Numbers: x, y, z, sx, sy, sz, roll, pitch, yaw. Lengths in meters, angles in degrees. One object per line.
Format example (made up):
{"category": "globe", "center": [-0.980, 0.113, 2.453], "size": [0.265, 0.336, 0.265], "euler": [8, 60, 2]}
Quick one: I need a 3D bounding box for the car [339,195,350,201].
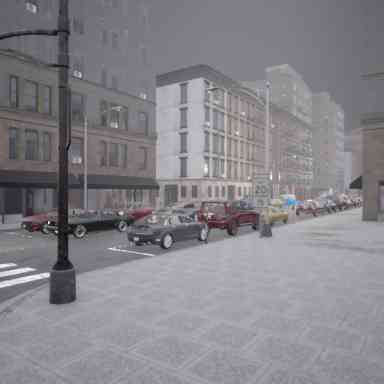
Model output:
{"category": "car", "center": [39.226, 1.560, 85.566], "size": [1.887, 1.381, 4.507], "euler": [0, 0, 35]}

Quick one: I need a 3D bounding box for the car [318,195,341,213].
{"category": "car", "center": [14.671, 1.476, 36.702], "size": [1.967, 1.590, 4.097], "euler": [0, 0, 35]}

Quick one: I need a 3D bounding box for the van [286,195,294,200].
{"category": "van", "center": [14.331, 1.343, 50.168], "size": [1.690, 1.788, 3.998], "euler": [0, 0, 35]}

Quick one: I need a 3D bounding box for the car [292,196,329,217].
{"category": "car", "center": [11.559, 1.474, 32.277], "size": [1.967, 1.590, 4.097], "euler": [0, 0, 35]}

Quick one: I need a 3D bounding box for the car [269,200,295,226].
{"category": "car", "center": [5.433, 1.555, 23.568], "size": [1.752, 1.417, 4.829], "euler": [0, 0, 35]}

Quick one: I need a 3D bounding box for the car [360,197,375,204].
{"category": "car", "center": [33.342, 1.615, 63.251], "size": [1.947, 1.339, 4.313], "euler": [0, 0, 35]}

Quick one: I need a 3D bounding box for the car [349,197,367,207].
{"category": "car", "center": [27.118, 1.596, 54.401], "size": [2.008, 1.369, 4.403], "euler": [0, 0, 35]}

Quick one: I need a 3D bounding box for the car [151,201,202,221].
{"category": "car", "center": [-1.229, 1.543, 28.046], "size": [2.008, 1.369, 4.403], "euler": [0, 0, 35]}

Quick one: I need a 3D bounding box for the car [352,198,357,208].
{"category": "car", "center": [20.894, 1.622, 45.552], "size": [1.802, 1.307, 4.206], "euler": [0, 0, 35]}

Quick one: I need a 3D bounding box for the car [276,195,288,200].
{"category": "car", "center": [11.121, 1.525, 45.605], "size": [1.752, 1.417, 4.829], "euler": [0, 0, 35]}

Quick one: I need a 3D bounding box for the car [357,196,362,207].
{"category": "car", "center": [24.006, 1.608, 49.976], "size": [1.947, 1.339, 4.313], "euler": [0, 0, 35]}

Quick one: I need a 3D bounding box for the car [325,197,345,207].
{"category": "car", "center": [22.563, 1.531, 52.332], "size": [1.837, 1.490, 4.892], "euler": [0, -1, 35]}

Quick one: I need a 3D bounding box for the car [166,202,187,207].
{"category": "car", "center": [0.454, 1.508, 26.031], "size": [1.837, 1.490, 4.892], "euler": [0, 0, 35]}

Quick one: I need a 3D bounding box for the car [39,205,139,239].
{"category": "car", "center": [-5.308, 1.602, 17.834], "size": [1.895, 1.301, 4.718], "euler": [0, 0, 32]}

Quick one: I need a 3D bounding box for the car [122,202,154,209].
{"category": "car", "center": [-4.341, 1.431, 23.620], "size": [1.967, 1.590, 4.097], "euler": [0, 0, 35]}

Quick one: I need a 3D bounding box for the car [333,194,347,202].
{"category": "car", "center": [36.115, 1.330, 81.141], "size": [2.192, 1.841, 5.009], "euler": [0, 0, 35]}

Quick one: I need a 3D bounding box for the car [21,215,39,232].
{"category": "car", "center": [-7.453, 1.534, 19.196], "size": [1.887, 1.381, 4.507], "euler": [0, 0, 35]}

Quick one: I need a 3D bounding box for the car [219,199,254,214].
{"category": "car", "center": [4.995, 1.541, 36.895], "size": [1.887, 1.381, 4.507], "euler": [0, 0, 35]}

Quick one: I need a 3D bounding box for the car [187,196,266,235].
{"category": "car", "center": [2.224, 1.343, 19.003], "size": [2.192, 1.841, 5.009], "euler": [0, 0, 35]}

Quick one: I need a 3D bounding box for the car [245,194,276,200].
{"category": "car", "center": [6.430, 1.229, 34.499], "size": [2.150, 2.045, 5.566], "euler": [0, 0, 35]}

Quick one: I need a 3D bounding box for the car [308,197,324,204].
{"category": "car", "center": [23.666, 1.575, 63.442], "size": [1.947, 1.339, 4.313], "euler": [0, 0, 35]}

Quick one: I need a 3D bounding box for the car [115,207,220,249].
{"category": "car", "center": [-0.889, 1.577, 14.579], "size": [2.008, 1.369, 4.403], "euler": [0, 0, 35]}

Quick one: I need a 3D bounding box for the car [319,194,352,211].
{"category": "car", "center": [17.783, 1.353, 41.127], "size": [2.192, 1.841, 5.009], "euler": [0, 0, 35]}

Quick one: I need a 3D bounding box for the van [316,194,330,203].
{"category": "van", "center": [26.779, 1.353, 67.866], "size": [1.690, 1.788, 3.998], "euler": [0, 0, 35]}
